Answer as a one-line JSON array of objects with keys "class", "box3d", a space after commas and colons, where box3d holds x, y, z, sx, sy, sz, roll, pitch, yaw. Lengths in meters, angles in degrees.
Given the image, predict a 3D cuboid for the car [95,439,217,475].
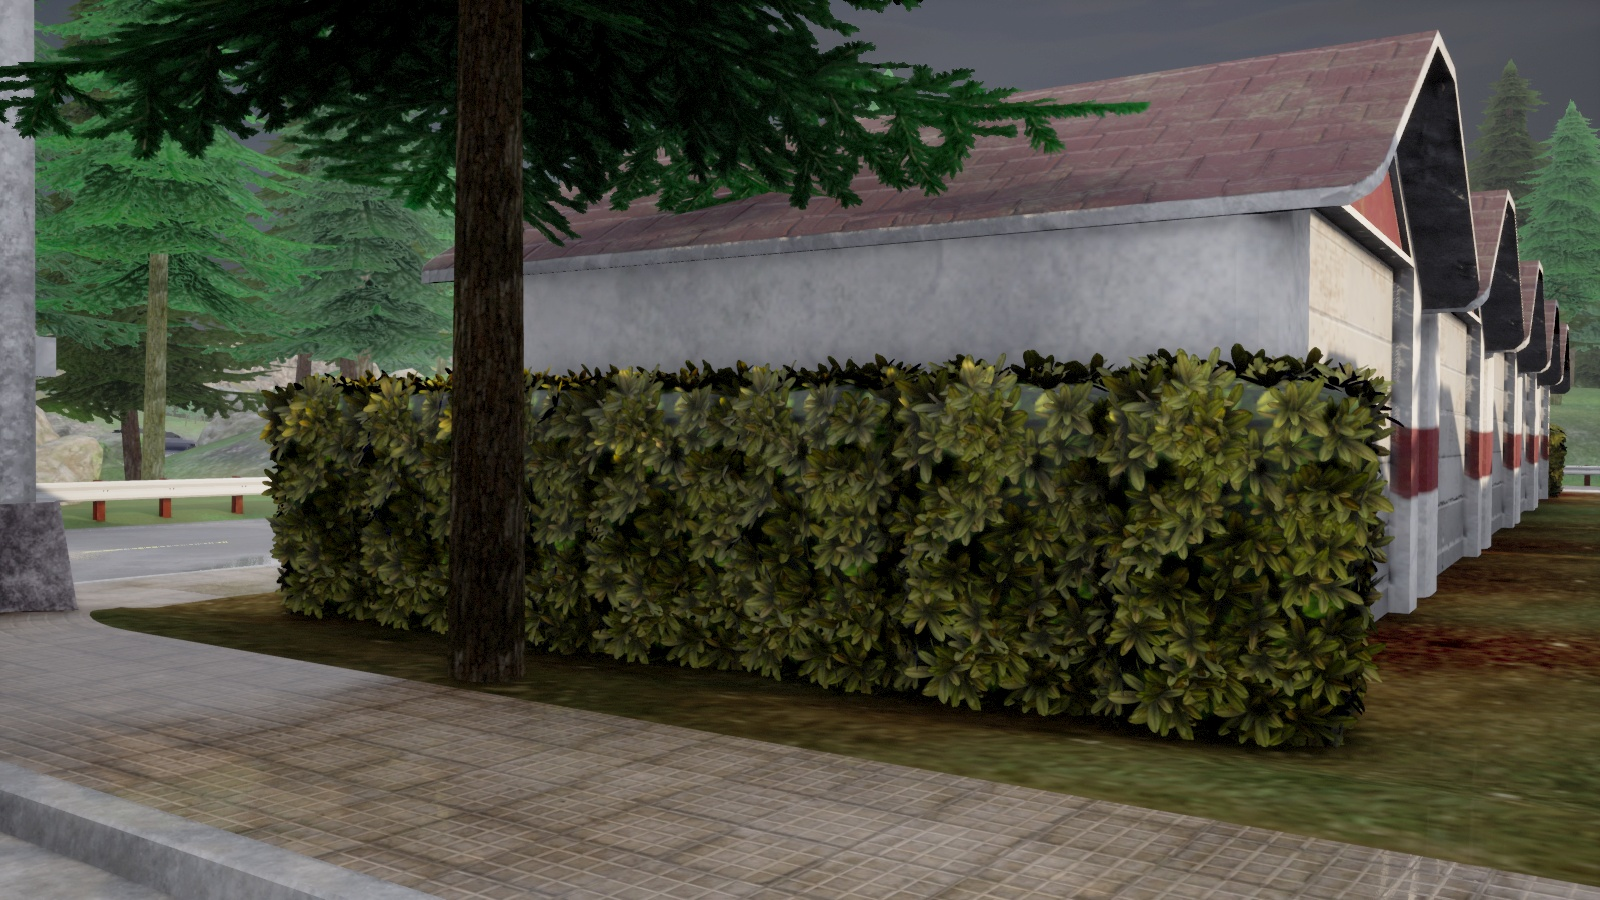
[{"class": "car", "box3d": [-31.061, 0.310, 60.731, 2.033, 1.649, 4.856, 0, 1, 34]}]
